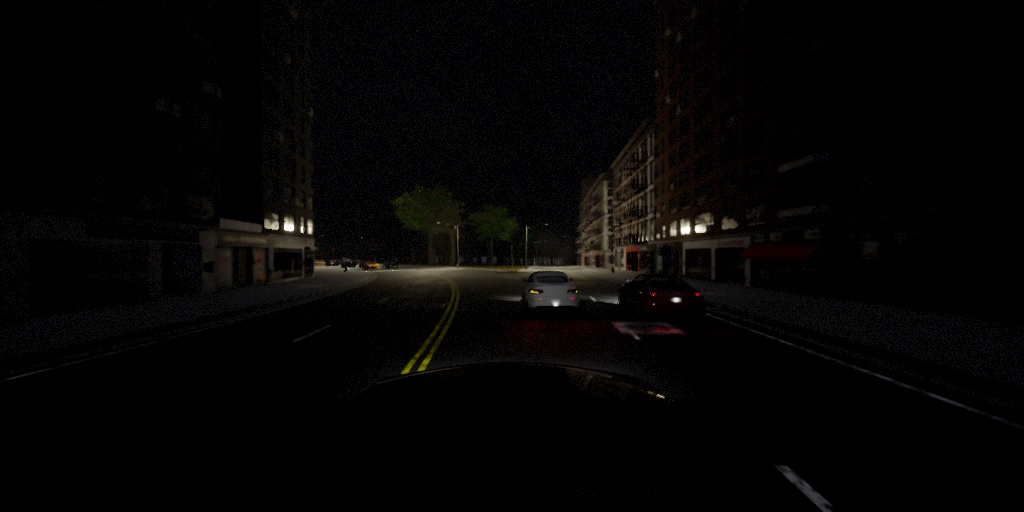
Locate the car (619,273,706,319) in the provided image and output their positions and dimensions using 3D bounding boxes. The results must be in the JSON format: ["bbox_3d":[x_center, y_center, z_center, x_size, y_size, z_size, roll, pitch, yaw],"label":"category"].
[{"bbox_3d":[5.146,1.300,12.827,1.994,1.385,4.181,0,0,5],"label":"car"}]

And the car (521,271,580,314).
[{"bbox_3d":[1.362,1.275,13.635,1.812,1.442,4.674,0,0,0],"label":"car"}]

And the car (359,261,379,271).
[{"bbox_3d":[-23.045,1.575,58.503,1.882,1.535,5.008,0,0,-33],"label":"car"}]

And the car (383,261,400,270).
[{"bbox_3d":[-20.409,1.573,60.498,1.837,1.490,4.892,0,0,-33],"label":"car"}]
